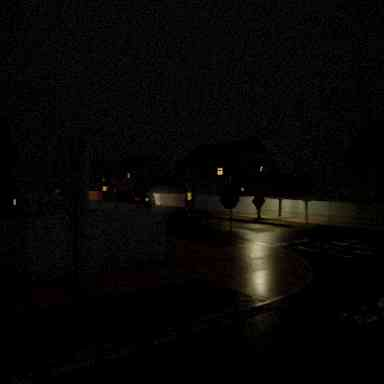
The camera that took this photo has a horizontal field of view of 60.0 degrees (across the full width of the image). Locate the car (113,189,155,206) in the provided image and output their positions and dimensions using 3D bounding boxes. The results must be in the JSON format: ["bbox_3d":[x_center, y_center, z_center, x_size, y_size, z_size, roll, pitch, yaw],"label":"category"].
[{"bbox_3d":[-5.618,0.721,31.970,2.150,2.045,5.566,1,1,-36],"label":"car"}]

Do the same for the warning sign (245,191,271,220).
[{"bbox_3d":[4.417,0.877,22.175,1.300,1.860,1.060,-1,0,-36],"label":"warning sign"}]

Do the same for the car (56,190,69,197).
[{"bbox_3d":[-19.450,0.490,51.081,2.097,1.767,4.553,1,0,-36],"label":"car"}]
